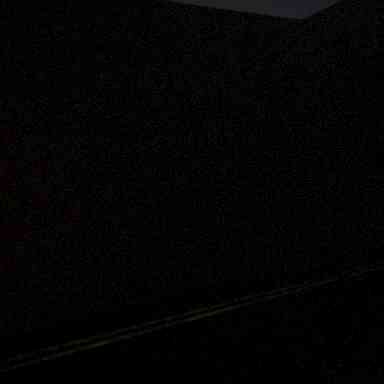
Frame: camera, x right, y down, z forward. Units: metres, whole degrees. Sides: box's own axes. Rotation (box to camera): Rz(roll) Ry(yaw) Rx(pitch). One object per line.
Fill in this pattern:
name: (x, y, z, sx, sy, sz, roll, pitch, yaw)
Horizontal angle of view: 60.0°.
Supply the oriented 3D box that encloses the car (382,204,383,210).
car: (19.168, 1.329, 30.583, 4.553, 1.767, 2.097, 0, 0, -35)
